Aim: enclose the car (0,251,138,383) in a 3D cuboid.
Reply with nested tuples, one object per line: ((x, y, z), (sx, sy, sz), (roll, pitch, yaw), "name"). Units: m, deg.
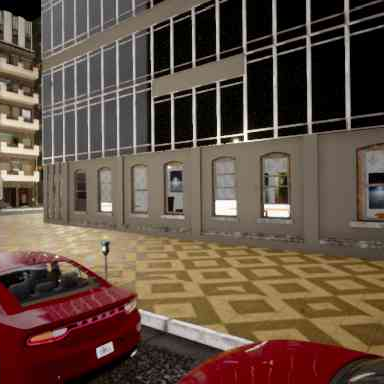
((-2.737, 1.546, 4.842), (4.507, 1.381, 1.887), (0, -1, 36), "car")

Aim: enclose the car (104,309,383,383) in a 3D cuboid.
((1.833, 1.545, 1.577), (4.507, 1.381, 1.887), (0, -1, 36), "car")
